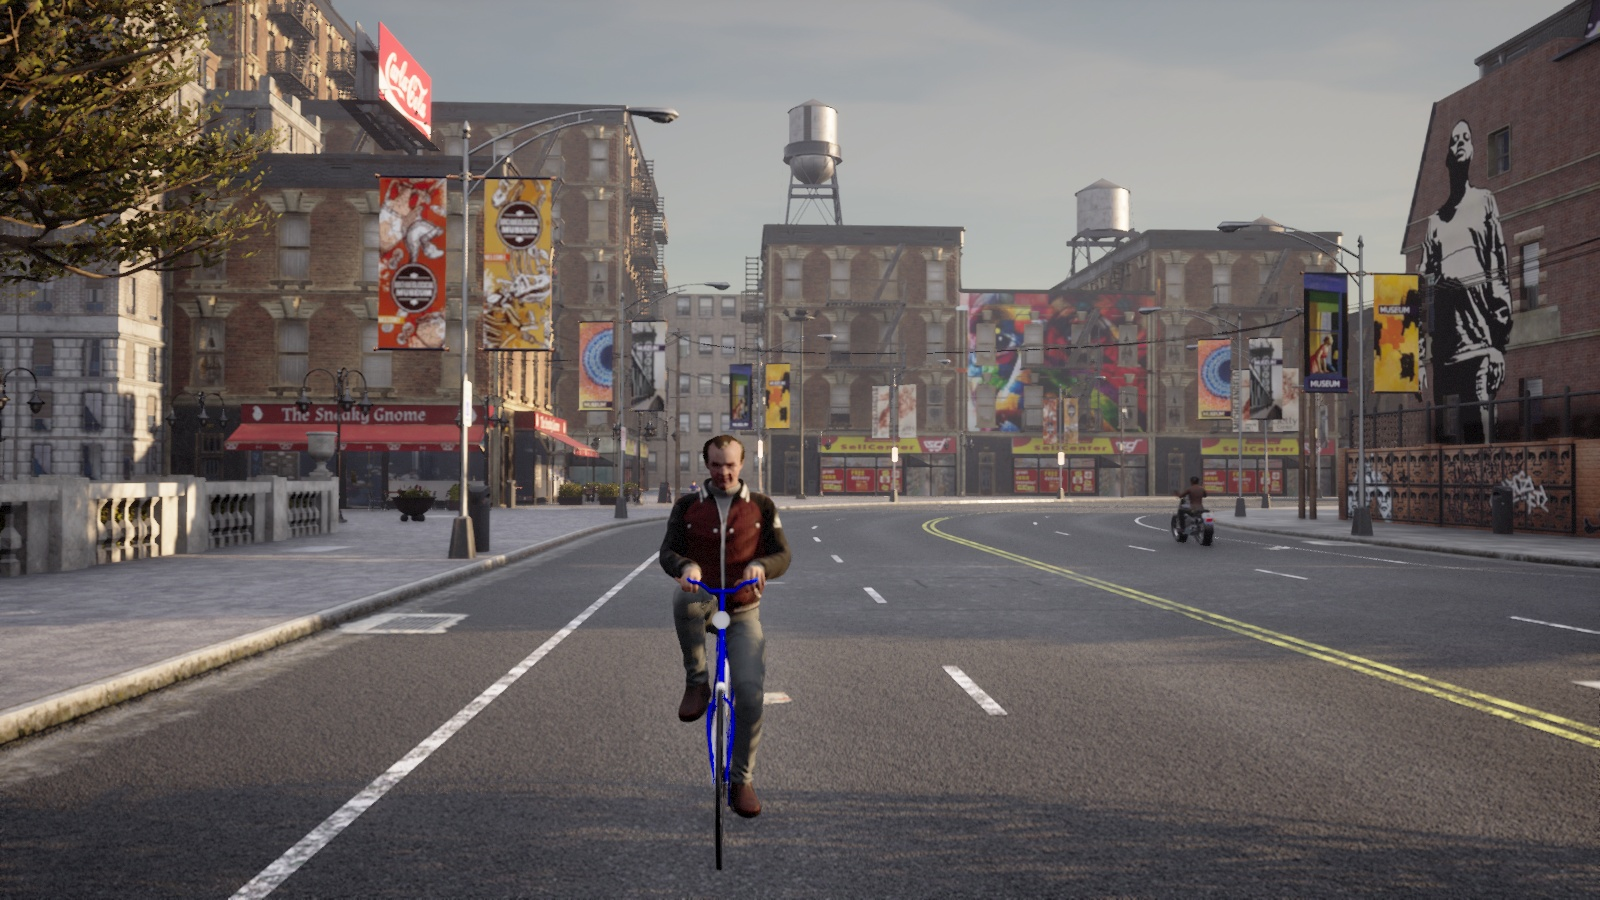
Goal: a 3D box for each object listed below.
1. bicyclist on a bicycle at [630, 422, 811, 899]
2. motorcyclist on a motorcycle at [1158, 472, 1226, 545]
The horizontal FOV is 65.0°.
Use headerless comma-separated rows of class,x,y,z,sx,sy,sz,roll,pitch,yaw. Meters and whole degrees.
bicyclist on a bicycle,-0.336,0.811,5.548,0.659,1.776,1.843,0,-2,-3
motorcyclist on a motorcycle,9.251,1.363,29.726,0.766,1.649,2.350,0,-1,-2
